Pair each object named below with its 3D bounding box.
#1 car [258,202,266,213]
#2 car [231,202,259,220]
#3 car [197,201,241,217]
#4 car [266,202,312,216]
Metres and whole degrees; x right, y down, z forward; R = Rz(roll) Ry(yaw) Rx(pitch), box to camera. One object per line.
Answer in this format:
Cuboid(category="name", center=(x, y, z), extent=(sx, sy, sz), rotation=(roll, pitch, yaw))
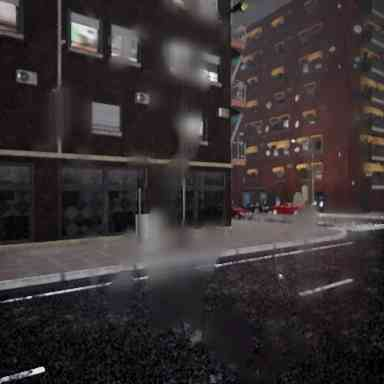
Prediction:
Cuboid(category="car", center=(7.333, 1.863, 39.396), extent=(1.947, 1.339, 4.313), rotation=(-1, 0, -36))
Cuboid(category="car", center=(3.681, 1.821, 30.196), extent=(1.802, 1.307, 4.206), rotation=(-1, 0, -36))
Cuboid(category="car", center=(2.817, 1.779, 35.780), extent=(1.882, 1.535, 5.008), rotation=(0, -1, -36))
Cuboid(category="car", center=(10.448, 1.771, 35.082), extent=(1.887, 1.381, 4.507), rotation=(-1, 0, -36))
